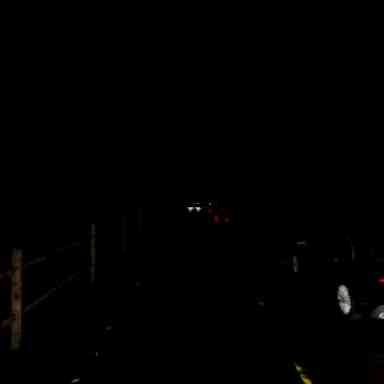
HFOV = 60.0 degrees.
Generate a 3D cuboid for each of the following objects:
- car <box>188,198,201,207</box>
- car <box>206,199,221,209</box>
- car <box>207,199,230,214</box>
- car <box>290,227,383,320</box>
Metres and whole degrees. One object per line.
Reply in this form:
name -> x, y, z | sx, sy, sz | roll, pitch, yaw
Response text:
car -> 0.379, 1.641, 52.442 | 2.033, 1.411, 5.357 | 0, 0, 0
car -> 3.102, 1.699, 48.278 | 1.895, 1.301, 4.718 | 0, 0, 1
car -> 3.099, 1.562, 37.024 | 2.128, 1.511, 4.902 | 0, 0, 1
car -> 3.617, 1.532, 7.323 | 1.837, 1.490, 4.892 | 0, 0, 0
